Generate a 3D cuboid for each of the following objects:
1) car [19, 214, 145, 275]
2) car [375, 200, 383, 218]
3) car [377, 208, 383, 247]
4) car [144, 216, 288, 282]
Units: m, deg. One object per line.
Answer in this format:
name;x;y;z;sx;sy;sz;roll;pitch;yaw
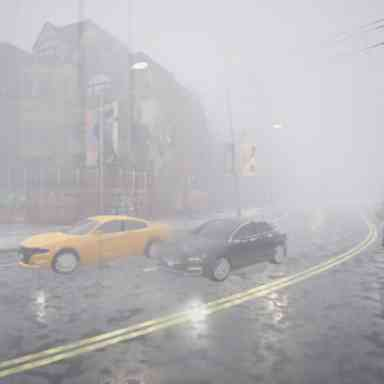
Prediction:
car;-2.928;1.531;10.994;5.008;1.535;1.882;0;0;-43
car;16.865;1.464;28.265;2.097;1.767;4.553;0;0;25
car;9.594;1.562;14.624;1.837;1.490;4.892;0;0;35
car;1.139;1.550;10.093;1.837;1.490;4.892;0;0;44
